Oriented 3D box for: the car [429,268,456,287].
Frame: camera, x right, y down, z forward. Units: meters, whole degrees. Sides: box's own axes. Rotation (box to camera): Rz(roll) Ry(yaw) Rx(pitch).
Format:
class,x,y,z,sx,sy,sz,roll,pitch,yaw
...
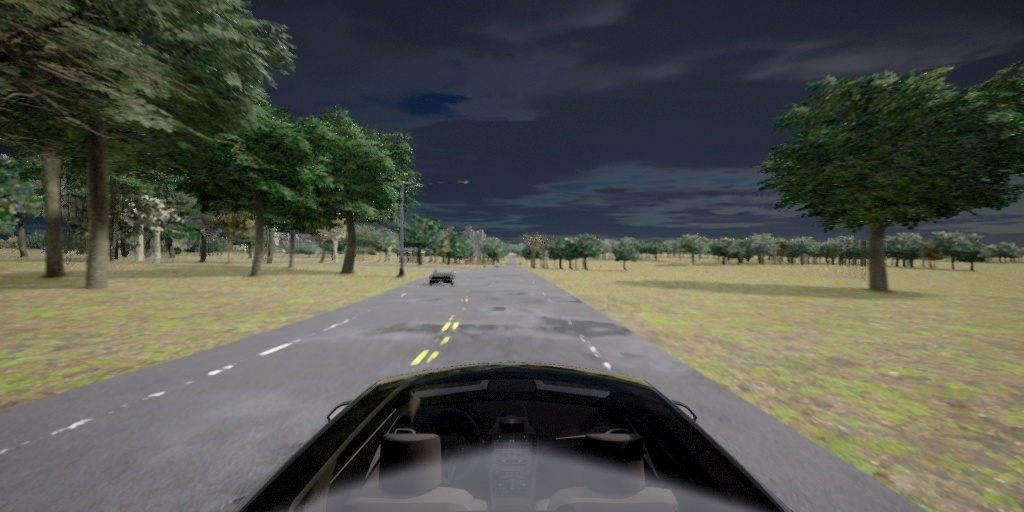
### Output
class,x,y,z,sx,sy,sz,roll,pitch,yaw
car,-5.406,1.633,28.171,1.895,1.301,4.718,0,-1,-7
